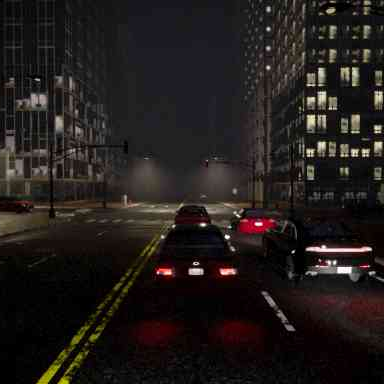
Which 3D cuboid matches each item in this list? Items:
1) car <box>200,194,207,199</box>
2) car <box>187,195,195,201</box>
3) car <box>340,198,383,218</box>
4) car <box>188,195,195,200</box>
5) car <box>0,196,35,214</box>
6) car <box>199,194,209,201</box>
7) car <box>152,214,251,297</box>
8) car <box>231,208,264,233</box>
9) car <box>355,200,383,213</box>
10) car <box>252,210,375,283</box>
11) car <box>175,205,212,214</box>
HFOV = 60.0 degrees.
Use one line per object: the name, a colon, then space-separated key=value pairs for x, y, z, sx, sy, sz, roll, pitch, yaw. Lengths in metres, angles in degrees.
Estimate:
car: x=3.060 y=1.266 z=91.397 sx=1.812 sy=1.442 sz=4.674 roll=0 pitch=0 yaw=0
car: x=-0.172 y=1.519 z=82.767 sx=1.895 sy=1.301 sz=4.718 roll=0 pitch=0 yaw=0
car: x=16.139 y=1.519 z=30.217 sx=5.009 sy=1.841 sz=2.192 roll=1 pitch=0 yaw=1
car: x=-0.193 y=1.459 z=92.857 sx=1.994 sy=1.385 sz=4.181 roll=0 pitch=0 yaw=0
car: x=-18.277 y=1.206 z=33.292 sx=4.553 sy=1.767 sz=2.097 roll=1 pitch=1 yaw=1
car: x=3.082 y=1.513 z=81.425 sx=1.895 sy=1.301 sz=4.718 roll=0 pitch=0 yaw=0
car: x=0.083 y=1.544 z=8.755 sx=2.033 sy=1.411 sz=5.357 roll=0 pitch=0 yaw=0
car: x=3.311 y=1.554 z=18.470 sx=1.994 sy=1.385 sz=4.181 roll=0 pitch=0 yaw=0
car: x=21.730 y=1.642 z=38.515 sx=4.829 sy=1.417 sz=1.752 roll=1 pitch=0 yaw=1
car: x=3.329 y=1.487 z=9.669 sx=2.128 sy=1.511 sz=4.902 roll=0 pitch=0 yaw=0
car: x=0.066 y=1.468 z=18.576 sx=1.882 sy=1.535 sz=5.008 roll=0 pitch=0 yaw=1
